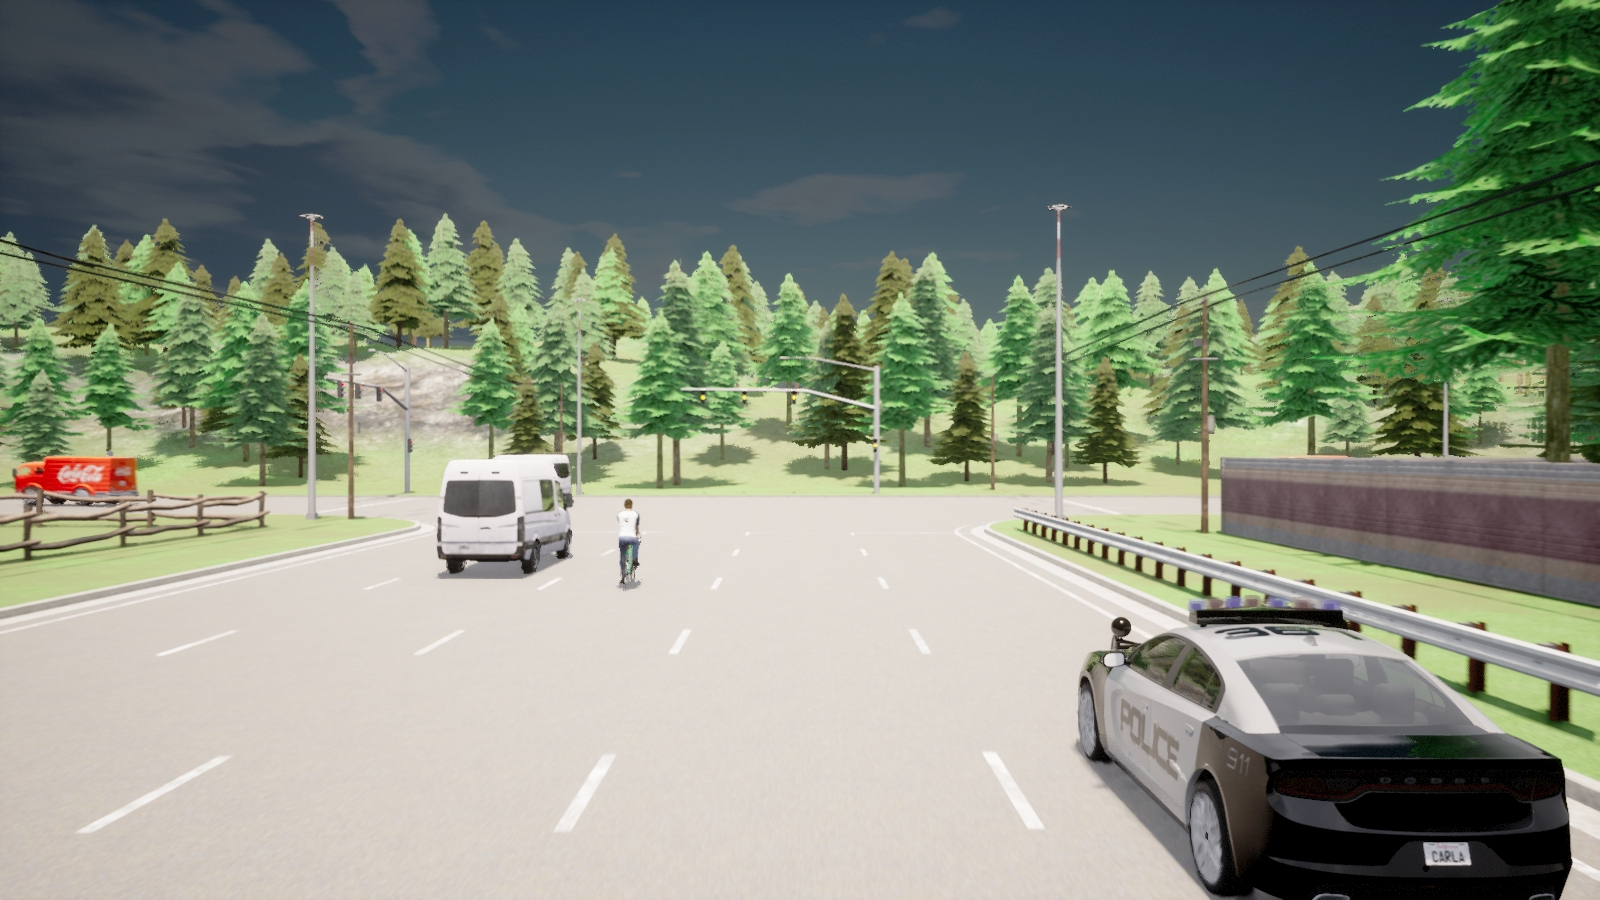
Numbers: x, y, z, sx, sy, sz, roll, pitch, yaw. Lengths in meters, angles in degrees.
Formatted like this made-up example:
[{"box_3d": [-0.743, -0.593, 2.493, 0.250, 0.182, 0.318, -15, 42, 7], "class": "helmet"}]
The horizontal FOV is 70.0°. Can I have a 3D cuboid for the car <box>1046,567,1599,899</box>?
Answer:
[{"box_3d": [3.501, 1.982, 8.766, 2.097, 1.638, 5.238, 0, 0, 0], "class": "car"}]

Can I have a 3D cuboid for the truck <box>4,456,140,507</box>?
[{"box_3d": [-36.540, 1.569, 57.488, 5.204, 2.467, 2.627, 0, 0, 1], "class": "truck"}]

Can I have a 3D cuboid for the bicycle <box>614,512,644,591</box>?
[{"box_3d": [-3.498, 2.056, 23.473, 0.373, 1.496, 1.643, 0, 0, 0], "class": "bicycle"}]

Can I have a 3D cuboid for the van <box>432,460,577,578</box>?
[{"box_3d": [-6.993, 1.531, 27.793, 1.988, 2.561, 5.915, 0, -1, 0], "class": "van"}]

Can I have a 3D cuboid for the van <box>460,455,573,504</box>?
[{"box_3d": [-15.323, 1.535, 61.791, 5.915, 2.561, 1.988, 0, 0, 22], "class": "van"}]
